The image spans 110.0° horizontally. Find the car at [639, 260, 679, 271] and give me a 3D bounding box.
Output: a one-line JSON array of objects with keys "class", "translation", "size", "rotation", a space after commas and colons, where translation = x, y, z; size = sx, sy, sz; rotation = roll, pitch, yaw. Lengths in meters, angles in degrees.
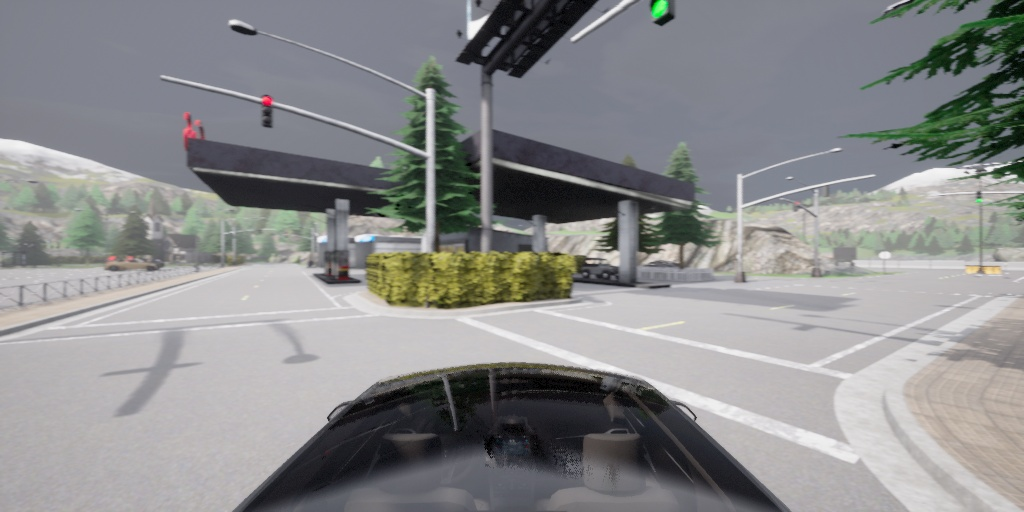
[{"class": "car", "translation": [17.459, 1.253, 42.692], "size": [1.837, 1.490, 4.892], "rotation": [0, 0, -32]}]

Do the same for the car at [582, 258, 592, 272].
[{"class": "car", "translation": [9.521, 1.251, 55.415], "size": [1.837, 1.490, 4.892], "rotation": [0, 0, -32]}]
